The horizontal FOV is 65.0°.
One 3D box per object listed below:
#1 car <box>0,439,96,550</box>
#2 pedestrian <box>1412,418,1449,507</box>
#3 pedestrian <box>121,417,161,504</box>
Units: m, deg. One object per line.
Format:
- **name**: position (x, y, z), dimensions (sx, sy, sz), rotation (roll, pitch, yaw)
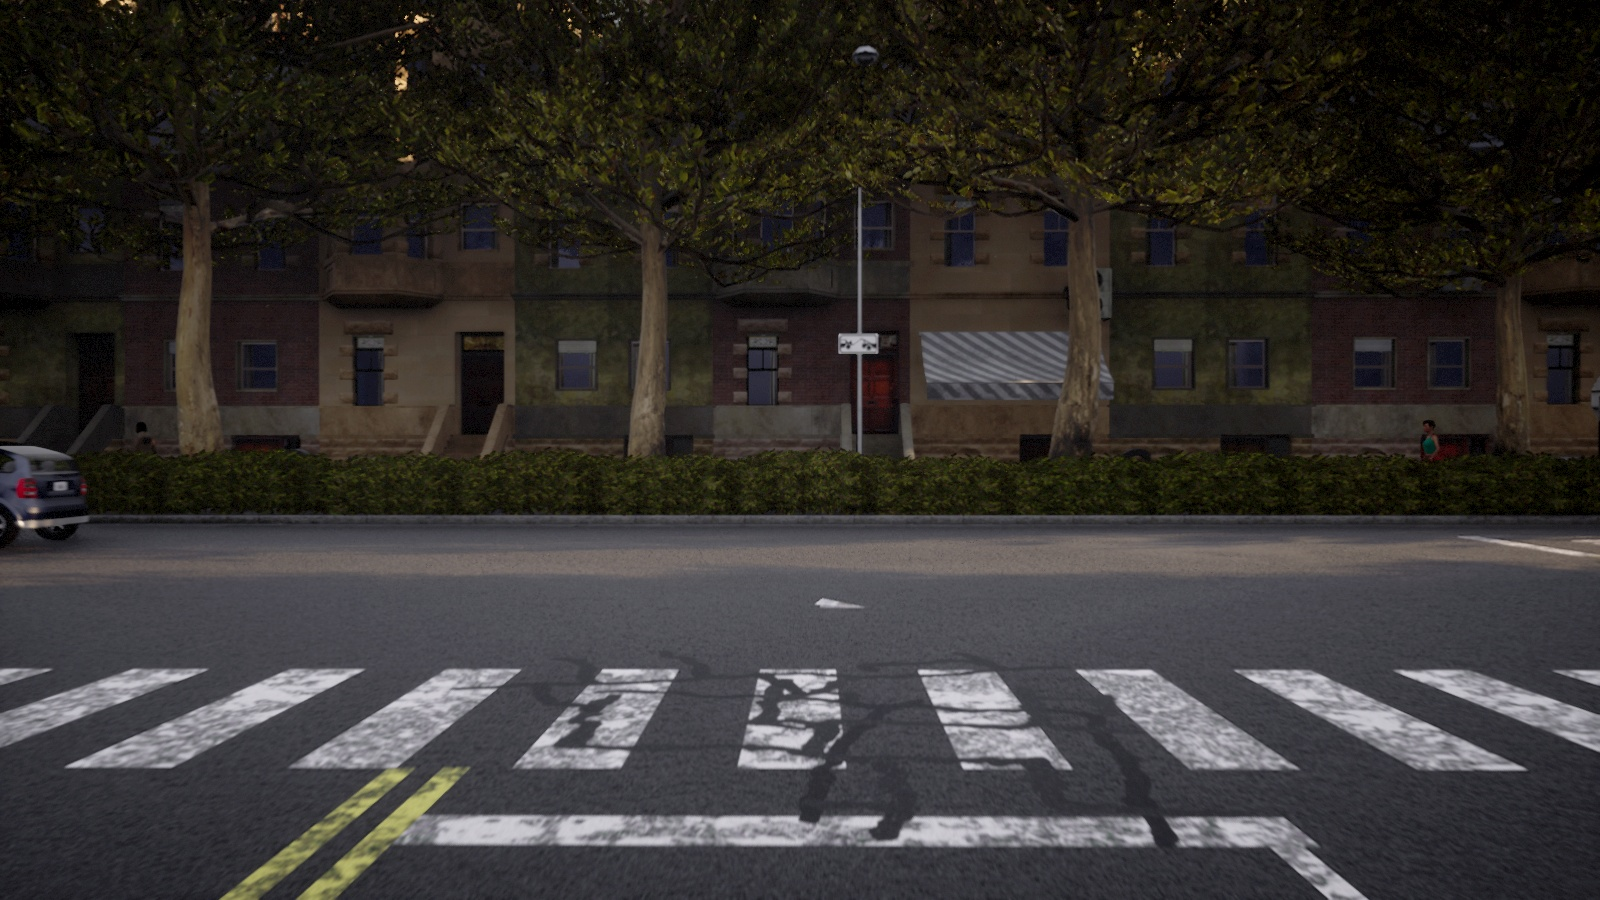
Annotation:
- **car**: position (-12.691, 0.609, 18.448), dimensions (3.705, 1.549, 1.789), rotation (0, 0, 1)
- **pedestrian**: position (13.106, 0.260, 26.093), dimensions (0.594, 1.836, 0.345), rotation (0, 0, 3)
- **pedestrian**: position (-14.733, 0.226, 28.060), dimensions (0.692, 1.930, 0.396), rotation (0, 0, 12)
